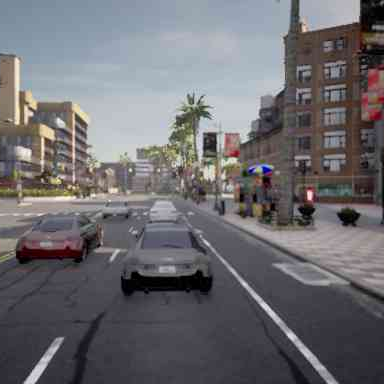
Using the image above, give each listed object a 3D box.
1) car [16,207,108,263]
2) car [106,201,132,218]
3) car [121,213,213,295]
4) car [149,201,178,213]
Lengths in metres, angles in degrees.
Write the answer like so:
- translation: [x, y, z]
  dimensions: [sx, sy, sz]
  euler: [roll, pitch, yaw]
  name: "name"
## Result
- translation: [-4.392, 1.458, 11.621]
  dimensions: [1.994, 1.385, 4.181]
  euler: [0, 1, -5]
  name: "car"
- translation: [-5.829, 1.360, 26.436]
  dimensions: [1.895, 1.301, 4.718]
  euler: [0, 1, -6]
  name: "car"
- translation: [-0.636, 1.484, 8.589]
  dimensions: [1.994, 1.385, 4.181]
  euler: [0, 0, -4]
  name: "car"
- translation: [-1.883, 1.323, 22.128]
  dimensions: [1.812, 1.442, 4.674]
  euler: [0, 0, -6]
  name: "car"
